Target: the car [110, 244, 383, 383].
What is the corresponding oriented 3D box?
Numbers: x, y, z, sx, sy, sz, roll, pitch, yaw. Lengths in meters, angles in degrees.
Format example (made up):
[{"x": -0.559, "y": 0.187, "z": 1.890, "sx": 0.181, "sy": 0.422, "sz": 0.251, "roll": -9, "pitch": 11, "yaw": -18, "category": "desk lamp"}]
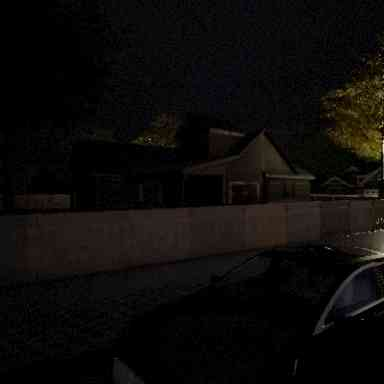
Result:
[{"x": 1.446, "y": 1.483, "z": 4.100, "sx": 4.902, "sy": 1.511, "sz": 2.128, "roll": 0, "pitch": 0, "yaw": -35, "category": "car"}]
